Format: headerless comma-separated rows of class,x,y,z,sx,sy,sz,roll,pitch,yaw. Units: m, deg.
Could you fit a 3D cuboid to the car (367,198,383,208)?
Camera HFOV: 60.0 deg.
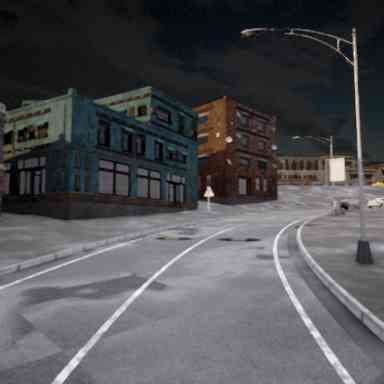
car,27.276,1.603,48.242,4.674,1.442,1.812,-1,-4,-33

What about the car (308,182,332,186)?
car,31.619,-1.783,83.593,4.892,1.521,2.231,0,-5,-2

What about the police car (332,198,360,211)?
police car,19.784,1.555,42.504,5.238,1.638,1.930,0,-4,-42

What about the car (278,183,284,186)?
car,20.684,-1.872,83.213,4.553,1.767,2.185,0,-5,-2

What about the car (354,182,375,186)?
car,42.675,-1.726,84.102,4.674,1.452,2.002,0,-5,-3

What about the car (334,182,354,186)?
car,37.135,-1.788,83.798,4.892,1.521,2.231,0,-5,-2
